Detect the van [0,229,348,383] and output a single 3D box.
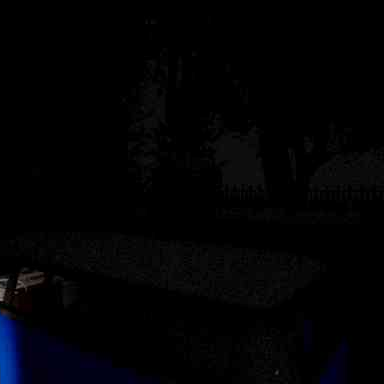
[{"bbox_3d":[-0.649,1.341,3.174,3.998,1.788,1.690,0,0,35],"label":"van"}]
